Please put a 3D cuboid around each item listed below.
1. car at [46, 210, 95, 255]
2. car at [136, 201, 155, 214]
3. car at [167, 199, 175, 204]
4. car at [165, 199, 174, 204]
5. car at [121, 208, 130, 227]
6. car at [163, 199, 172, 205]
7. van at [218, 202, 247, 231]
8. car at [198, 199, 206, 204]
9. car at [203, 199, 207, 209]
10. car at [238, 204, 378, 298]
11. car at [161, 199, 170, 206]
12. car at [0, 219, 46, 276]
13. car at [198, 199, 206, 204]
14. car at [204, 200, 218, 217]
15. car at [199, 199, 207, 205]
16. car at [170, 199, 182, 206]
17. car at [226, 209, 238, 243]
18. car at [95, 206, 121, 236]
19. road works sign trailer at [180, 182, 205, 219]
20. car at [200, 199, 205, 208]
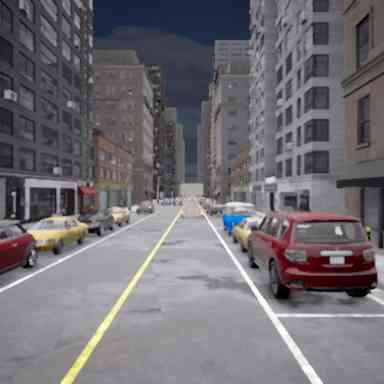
[{"bbox_3d":[-5.785,1.662,13.997,1.752,1.417,4.829,-1,-1,0],"label":"car"},{"bbox_3d":[-5.813,1.864,41.692,1.967,1.590,4.097,-1,-1,0],"label":"car"},{"bbox_3d":[-5.859,2.517,91.235,1.887,1.381,4.507,-1,-1,0],"label":"car"},{"bbox_3d":[-5.853,2.461,85.730,2.008,1.369,4.403,-1,-1,0],"label":"car"},{"bbox_3d":[-5.796,1.773,25.007,1.752,1.417,4.829,-1,-1,0],"label":"car"},{"bbox_3d":[-5.848,2.414,80.225,1.947,1.339,4.313,-1,-1,0],"label":"car"},{"bbox_3d":[2.732,1.535,19.682,1.690,1.788,3.998,-1,-1,0],"label":"van"},{"bbox_3d":[2.672,2.455,85.737,1.887,1.381,4.507,-1,-1,0],"label":"car"},{"bbox_3d":[2.713,1.968,41.699,1.887,1.381,4.507,-1,-1,0],"label":"car"},{"bbox_3d":[2.742,1.399,8.673,2.192,1.841,5.009,-1,-1,0],"label":"car"},{"bbox_3d":[-5.844,2.226,74.721,1.967,1.590,4.097,-1,-1,0],"label":"car"},{"bbox_3d":[-5.781,1.524,8.664,1.967,1.590,4.097,-1,-1,0],"label":"car"},{"bbox_3d":[2.666,2.517,91.243,1.887,1.381,4.507,-1,-1,0],"label":"car"},{"bbox_3d":[2.719,1.915,36.194,2.008,1.369,4.403,-1,-1,0],"label":"car"},{"bbox_3d":[2.677,2.393,80.232,1.887,1.381,4.507,-1,-1,0],"label":"car"},{"bbox_3d":[-3.067,2.274,71.771,2.128,1.511,4.902,0,-1,0],"label":"car"},{"bbox_3d":[2.739,1.666,14.346,1.752,1.417,4.829,-1,-1,0],"label":"car"},{"bbox_3d":[-5.790,1.760,19.671,1.947,1.339,4.313,-1,-1,0],"label":"car"},{"bbox_3d":[-0.019,0.799,33.341,2.380,3.560,2.880,0,-1,0],"label":"road works sign trailer"},{"bbox_3d":[2.701,1.983,52.710,1.967,1.590,4.097,-1,-1,0],"label":"car"}]
